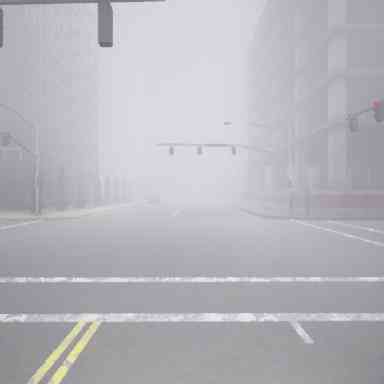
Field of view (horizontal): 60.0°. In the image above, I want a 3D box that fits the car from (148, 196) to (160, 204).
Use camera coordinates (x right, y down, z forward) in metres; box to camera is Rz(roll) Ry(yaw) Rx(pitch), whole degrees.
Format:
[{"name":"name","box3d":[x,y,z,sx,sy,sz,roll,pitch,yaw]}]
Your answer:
[{"name":"car","box3d":[-7.000,1.495,61.787,1.994,1.385,4.181,0,0,0]}]
